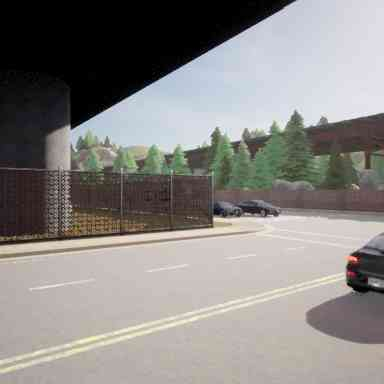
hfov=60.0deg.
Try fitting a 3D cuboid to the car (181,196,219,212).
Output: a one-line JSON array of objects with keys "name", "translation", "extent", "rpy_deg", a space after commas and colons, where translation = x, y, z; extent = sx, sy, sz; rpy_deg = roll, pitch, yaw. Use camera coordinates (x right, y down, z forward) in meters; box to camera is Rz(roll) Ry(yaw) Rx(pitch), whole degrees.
[{"name": "car", "translation": [0.855, 1.352, 39.085], "extent": [2.097, 1.767, 4.553], "rpy_deg": [0, 0, -36]}]

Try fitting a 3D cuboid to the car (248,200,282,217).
[{"name": "car", "translation": [6.253, 1.505, 31.631], "extent": [1.837, 1.490, 4.892], "rpy_deg": [0, 0, -36]}]

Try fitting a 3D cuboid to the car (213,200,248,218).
[{"name": "car", "translation": [2.738, 1.564, 30.522], "extent": [1.994, 1.385, 4.181], "rpy_deg": [0, 0, -36]}]

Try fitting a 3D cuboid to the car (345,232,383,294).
[{"name": "car", "translation": [5.305, 1.526, 7.530], "extent": [4.674, 1.442, 1.812], "rpy_deg": [0, 0, -36]}]
